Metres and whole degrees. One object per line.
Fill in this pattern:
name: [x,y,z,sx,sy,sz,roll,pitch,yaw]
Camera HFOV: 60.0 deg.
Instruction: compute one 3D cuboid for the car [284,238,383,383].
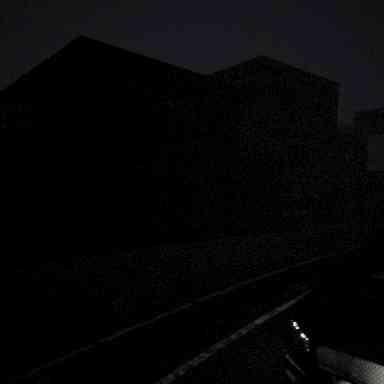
car: [3.056,1.469,4.610,2.128,1.511,4.902,3,2,43]
